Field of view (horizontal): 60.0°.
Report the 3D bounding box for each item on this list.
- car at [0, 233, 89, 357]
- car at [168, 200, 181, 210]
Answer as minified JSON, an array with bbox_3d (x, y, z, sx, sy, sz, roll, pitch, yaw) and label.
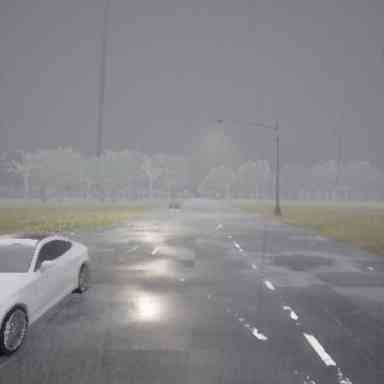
[{"bbox_3d":[-3.362,1.567,6.276,1.812,1.442,4.674,0,0,1],"label":"car"},{"bbox_3d":[-2.774,2.051,52.715,2.033,1.411,5.357,0,0,1],"label":"car"}]
